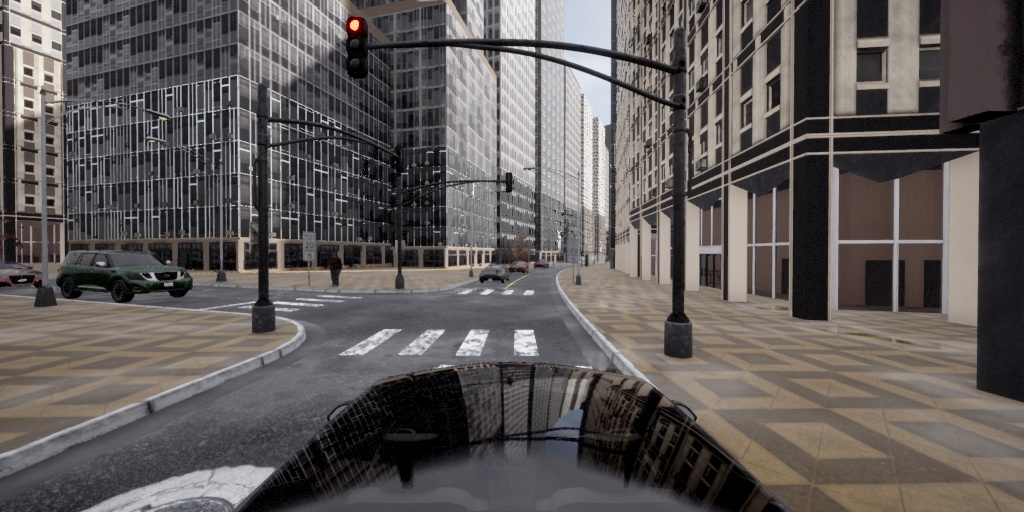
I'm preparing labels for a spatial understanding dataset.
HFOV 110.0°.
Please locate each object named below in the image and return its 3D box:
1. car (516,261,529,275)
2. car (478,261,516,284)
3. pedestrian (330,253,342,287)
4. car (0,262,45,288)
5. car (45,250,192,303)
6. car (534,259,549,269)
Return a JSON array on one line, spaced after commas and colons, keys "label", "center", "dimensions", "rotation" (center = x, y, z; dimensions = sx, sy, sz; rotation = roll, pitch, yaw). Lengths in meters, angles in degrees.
[{"label": "car", "center": [0.816, 1.317, 41.983], "dimensions": [1.882, 1.535, 5.008], "rotation": [0, 0, 10]}, {"label": "car", "center": [-1.224, 1.331, 28.109], "dimensions": [2.033, 1.411, 5.357], "rotation": [0, 0, 7]}, {"label": "pedestrian", "center": [-9.580, 0.716, 19.439], "dimensions": [0.375, 1.860, 0.375], "rotation": [0, 0, 16]}, {"label": "car", "center": [-25.803, 0.981, 18.032], "dimensions": [4.181, 1.385, 1.994], "rotation": [1, 1, 16]}, {"label": "car", "center": [-16.617, 0.770, 15.376], "dimensions": [5.566, 2.045, 2.150], "rotation": [1, 1, 17]}, {"label": "car", "center": [5.074, 1.296, 61.324], "dimensions": [2.097, 1.767, 4.553], "rotation": [0, 0, 15]}]
